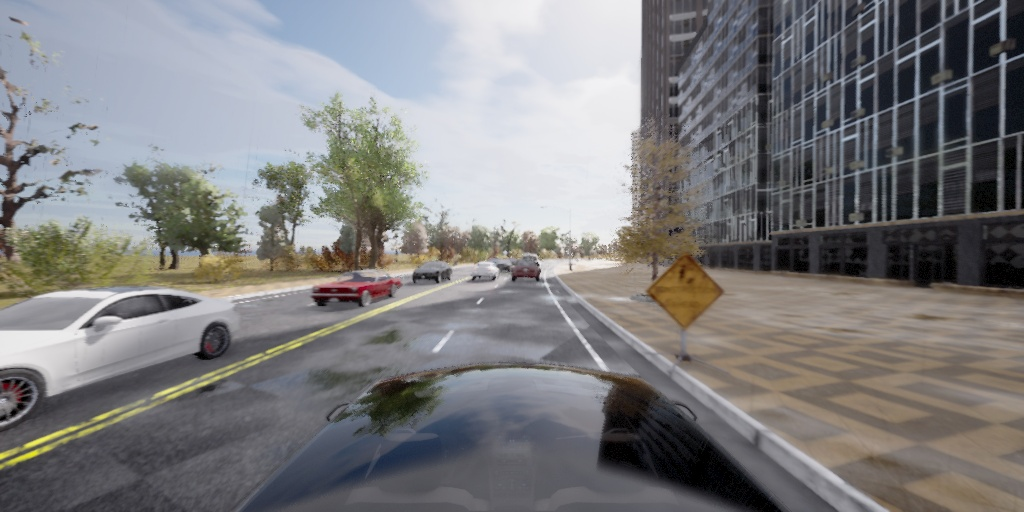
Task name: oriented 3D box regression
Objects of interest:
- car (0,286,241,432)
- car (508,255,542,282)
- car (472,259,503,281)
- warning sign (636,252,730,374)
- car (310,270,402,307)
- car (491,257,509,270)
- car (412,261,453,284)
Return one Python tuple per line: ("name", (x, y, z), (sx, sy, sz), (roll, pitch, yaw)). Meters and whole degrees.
("car", (-6.542, 1.236, 5.570), (1.812, 1.442, 4.674), (0, 0, 1))
("car", (1.136, 1.014, 28.449), (2.097, 1.767, 4.553), (0, 0, 4))
("car", (-2.074, 1.173, 29.066), (1.812, 1.442, 4.674), (0, 0, 4))
("warning sign", (2.857, 0.862, 5.987), (1.300, 1.860, 1.060), (0, 0, 1))
("car", (-6.319, 1.279, 15.085), (1.895, 1.301, 4.718), (0, 0, 2))
("car", (-0.941, 1.132, 42.159), (1.812, 1.442, 4.674), (0, 0, 7))
("car", (-5.709, 1.119, 26.284), (1.882, 1.535, 5.008), (0, 0, 4))
